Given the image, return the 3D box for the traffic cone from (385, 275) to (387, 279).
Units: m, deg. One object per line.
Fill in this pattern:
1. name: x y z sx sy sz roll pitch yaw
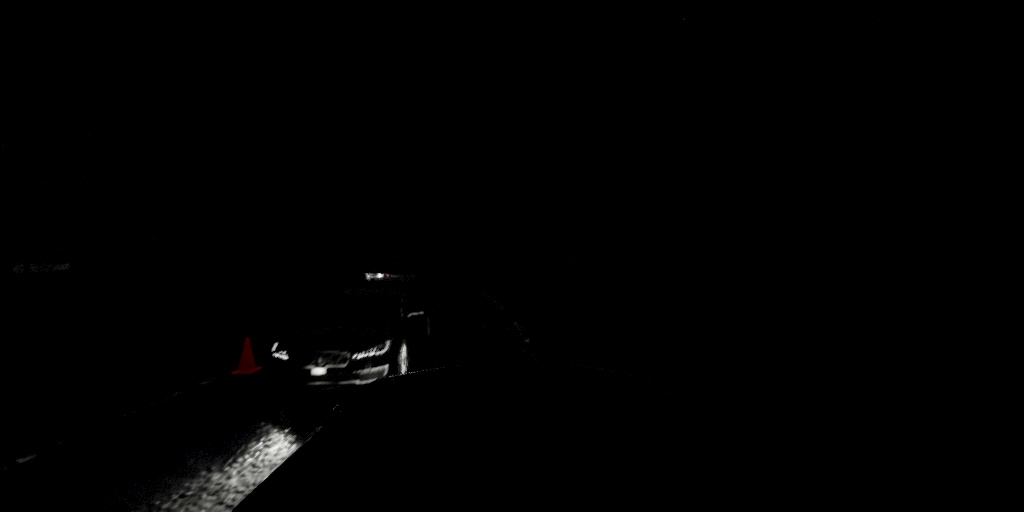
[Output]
1. traffic cone: -10.160 1.859 29.804 0.340 0.580 0.340 0 0 -22

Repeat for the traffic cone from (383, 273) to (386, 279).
1. traffic cone: -12.140 1.879 34.222 0.340 0.580 0.340 0 0 -26

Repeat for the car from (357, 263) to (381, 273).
1. car: -18.811 1.623 47.242 1.895 1.301 4.718 1 -1 -37

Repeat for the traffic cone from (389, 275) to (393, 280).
1. traffic cone: -8.466 1.837 25.267 0.340 0.580 0.340 0 0 -19

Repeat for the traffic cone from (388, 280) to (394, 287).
1. traffic cone: -7.065 1.815 20.632 0.340 0.580 0.340 0 0 -15

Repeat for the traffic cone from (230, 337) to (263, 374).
1. traffic cone: -4.674 1.735 6.325 0.340 0.580 0.340 0 0 -4

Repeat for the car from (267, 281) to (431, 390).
1. car: -2.774 1.295 7.173 1.837 1.490 4.892 0 0 -5
